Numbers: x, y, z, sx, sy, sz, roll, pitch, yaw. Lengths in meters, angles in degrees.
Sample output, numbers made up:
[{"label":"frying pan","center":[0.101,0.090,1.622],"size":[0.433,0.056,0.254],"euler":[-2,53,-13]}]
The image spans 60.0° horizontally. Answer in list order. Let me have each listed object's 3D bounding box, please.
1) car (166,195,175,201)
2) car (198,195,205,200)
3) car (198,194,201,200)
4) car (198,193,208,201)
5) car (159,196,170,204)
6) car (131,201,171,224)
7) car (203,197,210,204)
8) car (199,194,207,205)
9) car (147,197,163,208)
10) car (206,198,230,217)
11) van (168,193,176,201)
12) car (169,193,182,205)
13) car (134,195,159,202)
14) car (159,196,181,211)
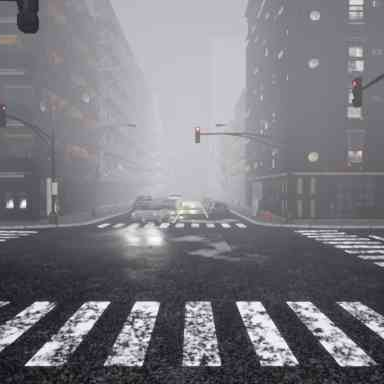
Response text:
[{"label":"car","center":[-5.229,1.490,81.174],"size":[1.752,1.417,4.829],"euler":[-1,0,0]},{"label":"car","center":[2.665,1.539,92.370],"size":[1.802,1.307,4.206],"euler":[-1,0,0]},{"label":"car","center":[2.645,1.551,75.752],"size":[1.802,1.307,4.206],"euler":[-1,0,0]},{"label":"car","center":[2.649,1.280,81.292],"size":[2.192,1.841,5.009],"euler":[-1,0,0]},{"label":"car","center":[-5.248,1.557,64.732],"size":[1.802,1.307,4.206],"euler":[-1,0,0]},{"label":"car","center":[-3.071,1.594,24.652],"size":[1.895,1.301,4.718],"euler":[0,0,5]},{"label":"car","center":[2.599,1.539,36.978],"size":[2.008,1.369,4.403],"euler":[-1,0,0]},{"label":"car","center":[2.625,1.523,59.135],"size":[1.887,1.381,4.507],"euler":[-1,0,0]},{"label":"car","center":[-5.269,1.508,47.951],"size":[1.752,1.417,4.829],"euler":[-1,0,0]},{"label":"car","center":[2.593,1.572,31.439],"size":[1.802,1.307,4.206],"euler":[-1,0,0]},{"label":"van","center":[-5.225,1.302,86.881],"size":[1.690,1.788,3.998],"euler":[-1,0,0]},{"label":"car","center":[-2.763,1.199,54.731],"size":[2.150,2.045,5.566],"euler":[0,0,0]},{"label":"car","center":[-5.284,1.303,37.046],"size":[2.192,1.841,5.009],"euler":[-1,0,0]},{"label":"car","center":[-2.791,1.534,40.416],"size":[2.033,1.411,5.357],"euler":[0,0,1]}]
